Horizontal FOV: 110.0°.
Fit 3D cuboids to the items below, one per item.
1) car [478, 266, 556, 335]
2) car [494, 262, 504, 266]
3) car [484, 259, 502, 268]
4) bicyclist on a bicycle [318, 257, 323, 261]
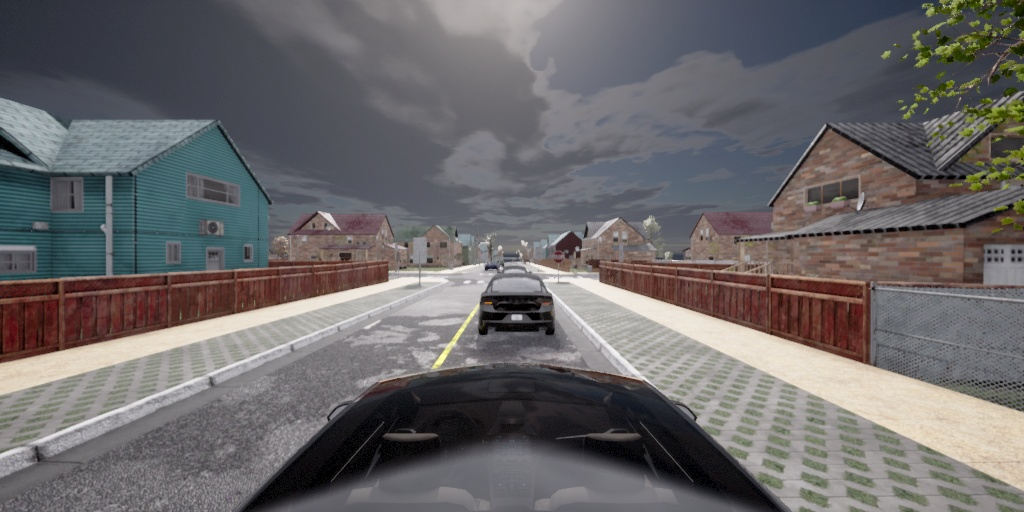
[{"bbox_3d":[0.117,1.224,10.489,1.882,1.535,5.008,0,0,0],"label":"car"},{"bbox_3d":[0.140,1.268,20.099,1.812,1.442,4.674,0,0,0],"label":"car"},{"bbox_3d":[-2.734,1.391,49.058,1.895,1.301,4.718,0,0,0],"label":"car"},{"bbox_3d":[-20.073,0.942,37.600,0.582,1.620,1.656,0,1,0],"label":"bicyclist on a bicycle"}]
